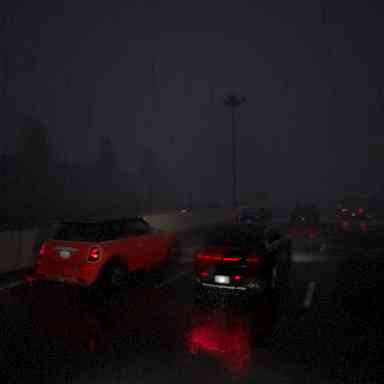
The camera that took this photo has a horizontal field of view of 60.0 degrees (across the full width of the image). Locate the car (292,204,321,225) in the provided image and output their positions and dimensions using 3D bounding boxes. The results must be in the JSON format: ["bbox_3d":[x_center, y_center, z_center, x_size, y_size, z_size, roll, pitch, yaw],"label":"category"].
[{"bbox_3d":[8.873,1.703,25.860,2.128,1.511,4.902,-1,-1,24],"label":"car"}]

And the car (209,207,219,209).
[{"bbox_3d":[3.387,2.030,49.934,1.837,1.490,4.892,-1,-1,17],"label":"car"}]

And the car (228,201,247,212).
[{"bbox_3d":[6.770,2.051,49.010,2.033,1.411,5.357,-1,-1,17],"label":"car"}]

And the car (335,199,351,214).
[{"bbox_3d":[18.443,1.645,40.008,2.097,1.767,4.553,-1,-1,20],"label":"car"}]

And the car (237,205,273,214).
[{"bbox_3d":[4.927,1.838,25.569,1.895,1.301,4.718,-1,-1,24],"label":"car"}]

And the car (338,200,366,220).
[{"bbox_3d":[14.908,1.748,30.971,1.812,1.442,4.674,-1,-1,23],"label":"car"}]

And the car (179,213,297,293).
[{"bbox_3d":[1.604,1.594,9.253,1.837,1.490,4.892,-1,0,24],"label":"car"}]

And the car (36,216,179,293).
[{"bbox_3d":[-2.066,1.470,9.602,2.097,1.767,4.553,-1,-1,24],"label":"car"}]
